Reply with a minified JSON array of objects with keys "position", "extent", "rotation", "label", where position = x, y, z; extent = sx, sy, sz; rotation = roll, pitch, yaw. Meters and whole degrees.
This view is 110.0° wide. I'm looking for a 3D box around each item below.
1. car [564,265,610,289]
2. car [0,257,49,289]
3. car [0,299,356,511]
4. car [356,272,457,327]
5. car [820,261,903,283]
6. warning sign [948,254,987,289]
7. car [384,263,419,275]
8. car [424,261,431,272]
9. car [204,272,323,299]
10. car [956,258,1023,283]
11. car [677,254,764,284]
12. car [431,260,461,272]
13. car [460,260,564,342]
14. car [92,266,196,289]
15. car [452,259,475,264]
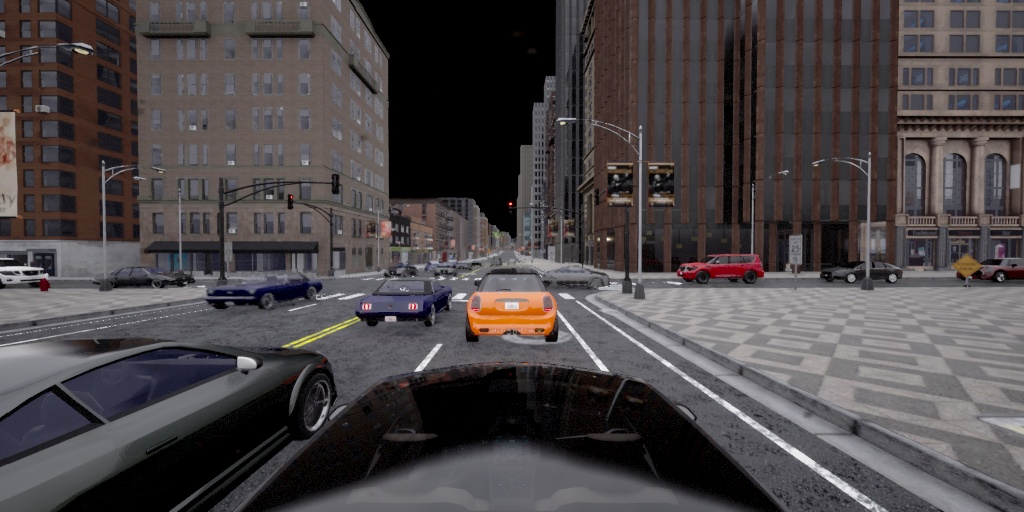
[{"position":[4.089,1.304,22.916],"extent":[4.181,1.385,1.994],"rotation":[0,1,13],"label":"car"},{"position":[-34.311,1.105,23.613],"extent":[5.566,2.045,2.150],"rotation":[0,1,0],"label":"car"},{"position":[-3.158,1.314,2.742],"extent":[1.994,1.385,4.181],"rotation":[0,0,1],"label":"car"},{"position":[-3.154,1.350,11.561],"extent":[1.895,1.301,4.718],"rotation":[0,0,0],"label":"car"},{"position":[24.882,1.119,25.632],"extent":[4.892,1.490,1.837],"rotation":[0,1,0],"label":"car"},{"position":[25.168,0.827,19.830],"extent":[1.060,1.860,1.300],"rotation":[0,0,0],"label":"warning sign"},{"position":[-10.306,1.326,33.576],"extent":[1.994,1.385,4.181],"rotation":[0,0,6],"label":"car"},{"position":[-9.871,1.299,45.829],"extent":[1.812,1.442,4.674],"rotation":[0,1,0],"label":"car"},{"position":[-9.858,1.351,14.726],"extent":[1.895,1.301,4.718],"rotation":[0,0,0],"label":"car"},{"position":[35.001,0.926,25.667],"extent":[4.553,1.767,2.097],"rotation":[0,1,0],"label":"car"},{"position":[14.827,0.876,25.589],"extent":[5.566,2.045,2.150],"rotation":[0,1,0],"label":"car"},{"position":[-6.430,1.327,35.166],"extent":[1.994,1.385,4.181],"rotation":[0,0,-4],"label":"car"},{"position":[0.006,1.101,9.911],"extent":[2.097,1.767,4.553],"rotation":[0,0,0],"label":"car"},{"position":[-24.119,1.397,23.563],"extent":[5.357,1.411,2.033],"rotation":[0,1,0],"label":"car"},{"position":[-6.622,1.337,49.067],"extent":[1.994,1.385,4.181],"rotation":[0,0,0],"label":"car"}]
